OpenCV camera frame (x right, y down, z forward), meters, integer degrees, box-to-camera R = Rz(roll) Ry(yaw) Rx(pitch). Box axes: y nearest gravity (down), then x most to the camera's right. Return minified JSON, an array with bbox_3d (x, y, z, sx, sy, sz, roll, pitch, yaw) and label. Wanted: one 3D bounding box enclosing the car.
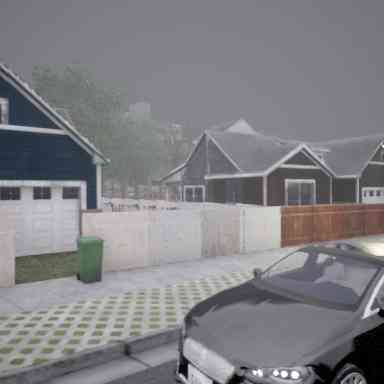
[{"bbox_3d":[2.088,1.496,4.485,4.902,1.511,2.128,0,0,-35],"label":"car"}]
